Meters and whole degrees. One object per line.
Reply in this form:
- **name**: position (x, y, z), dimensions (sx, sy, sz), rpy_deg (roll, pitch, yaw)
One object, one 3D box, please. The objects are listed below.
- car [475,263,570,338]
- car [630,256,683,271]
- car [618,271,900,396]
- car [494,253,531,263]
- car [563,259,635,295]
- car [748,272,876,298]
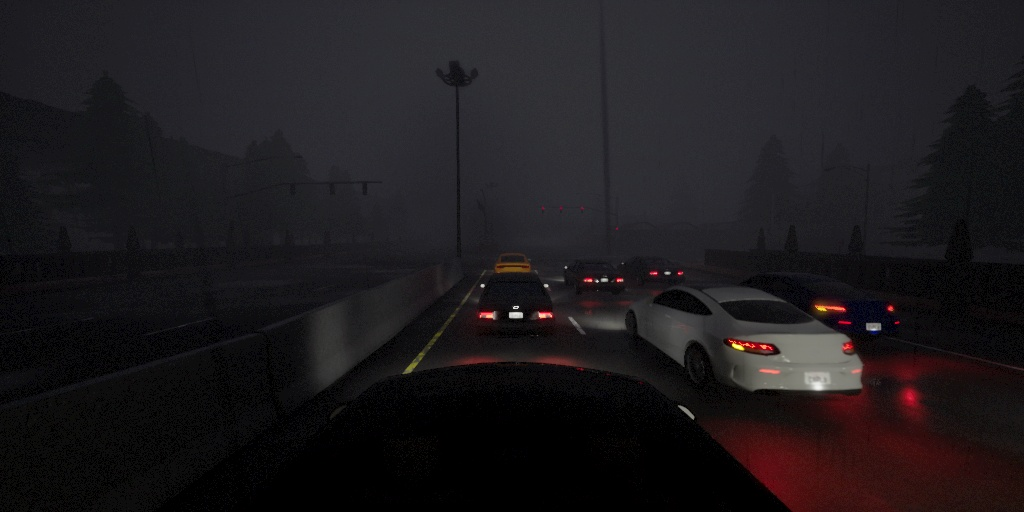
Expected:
- **car**: position (0.069, 1.143, 9.720), dimensions (2.033, 1.411, 5.357), rpy_deg (0, 2, 0)
- **car**: position (7.029, 0.681, 18.710), dimensions (2.033, 1.411, 5.357), rpy_deg (0, 3, 0)
- **car**: position (3.580, 1.216, 6.507), dimensions (1.812, 1.442, 4.674), rpy_deg (0, 1, 0)
- **car**: position (0.024, 0.562, 19.515), dimensions (1.882, 1.535, 5.008), rpy_deg (0, 3, 0)
- **car**: position (3.534, 0.823, 16.205), dimensions (2.033, 1.411, 5.357), rpy_deg (0, 3, 0)
- **car**: position (7.066, 1.137, 9.309), dimensions (1.812, 1.442, 4.674), rpy_deg (0, 2, 0)
